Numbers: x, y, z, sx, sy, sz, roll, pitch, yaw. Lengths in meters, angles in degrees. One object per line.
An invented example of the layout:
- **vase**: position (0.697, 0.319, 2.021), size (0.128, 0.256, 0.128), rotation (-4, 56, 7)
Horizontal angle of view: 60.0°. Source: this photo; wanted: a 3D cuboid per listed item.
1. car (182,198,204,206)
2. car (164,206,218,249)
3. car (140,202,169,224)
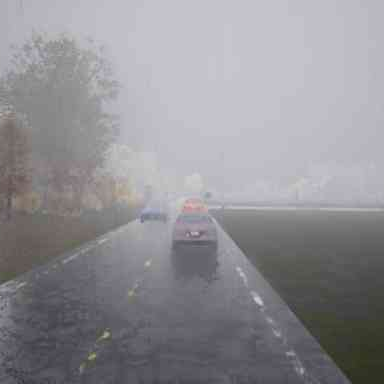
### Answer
- **car**: position (0.100, 1.367, 31.711), size (2.097, 1.767, 4.553), rotation (0, 0, 0)
- **car**: position (0.103, 1.554, 14.578), size (2.033, 1.411, 5.357), rotation (0, 0, 0)
- **car**: position (-2.750, 1.489, 25.435), size (1.882, 1.535, 5.008), rotation (0, 0, 0)
